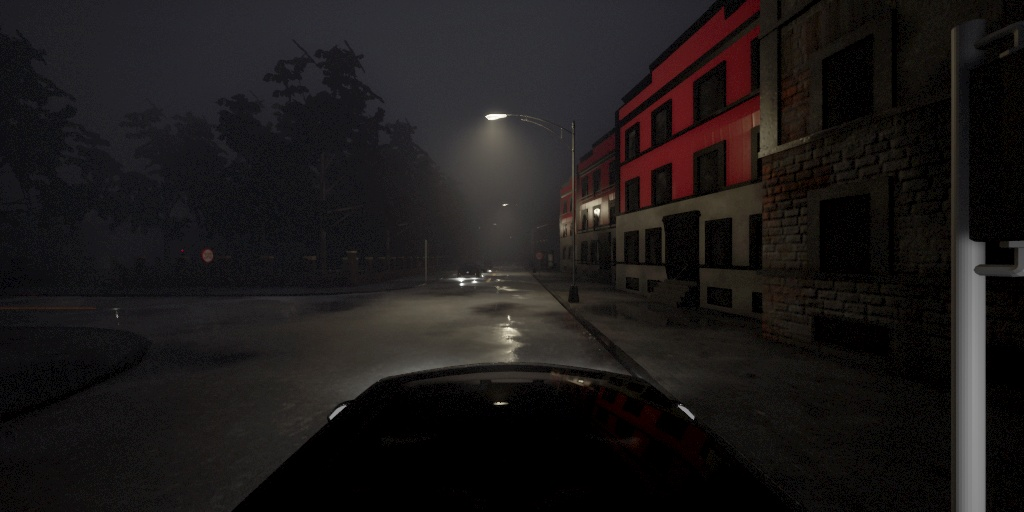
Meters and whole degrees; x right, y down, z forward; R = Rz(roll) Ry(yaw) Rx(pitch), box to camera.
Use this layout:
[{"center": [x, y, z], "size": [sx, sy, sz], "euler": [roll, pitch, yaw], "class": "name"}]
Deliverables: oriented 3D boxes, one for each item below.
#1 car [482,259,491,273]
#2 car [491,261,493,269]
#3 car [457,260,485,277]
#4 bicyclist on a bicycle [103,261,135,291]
[{"center": [-4.017, 1.297, 43.939], "size": [2.033, 1.411, 5.357], "euler": [0, 0, 0], "class": "car"}, {"center": [-3.971, 1.227, 54.351], "size": [1.882, 1.535, 5.008], "euler": [0, 0, 0], "class": "car"}, {"center": [-4.036, 1.313, 34.647], "size": [1.994, 1.385, 4.181], "euler": [0, 0, 0], "class": "car"}, {"center": [-21.814, 1.099, 19.925], "size": [0.582, 1.620, 1.656], "euler": [0, 0, 0], "class": "bicyclist on a bicycle"}]
